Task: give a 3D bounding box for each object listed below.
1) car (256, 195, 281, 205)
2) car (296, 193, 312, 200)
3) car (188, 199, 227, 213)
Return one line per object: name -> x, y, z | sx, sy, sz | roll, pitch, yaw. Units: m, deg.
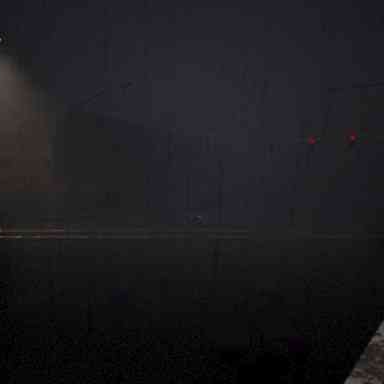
car -> 11.451, 1.109, 49.377 | 2.033, 1.411, 5.357 | 0, 2, 36
car -> 21.075, 0.834, 62.449 | 1.994, 1.385, 4.181 | 0, 0, 37
car -> 1.839, 1.467, 36.218 | 2.033, 1.411, 5.357 | 0, 1, 36
